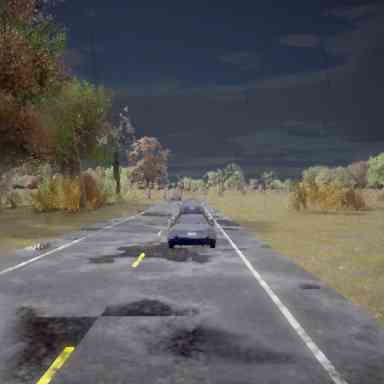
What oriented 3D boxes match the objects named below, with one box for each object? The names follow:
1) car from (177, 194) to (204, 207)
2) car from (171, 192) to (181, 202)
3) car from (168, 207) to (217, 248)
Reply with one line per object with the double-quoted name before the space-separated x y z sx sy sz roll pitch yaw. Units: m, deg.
"car" 0.000 1.351 29.622 2.097 1.767 4.553 0 0 0
"car" -3.500 1.129 75.898 2.150 2.045 5.566 0 0 0
"car" 0.000 1.565 14.651 1.994 1.385 4.181 0 0 0
